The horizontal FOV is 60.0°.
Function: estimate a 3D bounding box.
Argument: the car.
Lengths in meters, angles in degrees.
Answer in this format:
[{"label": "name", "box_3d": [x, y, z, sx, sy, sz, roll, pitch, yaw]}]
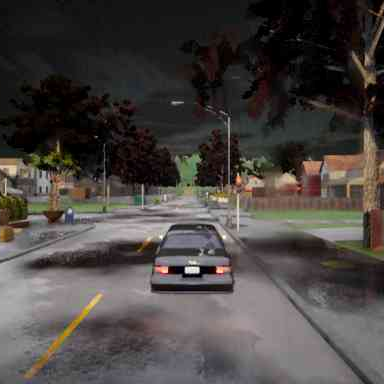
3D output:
[{"label": "car", "box_3d": [0.016, 1.559, 8.937, 2.033, 1.411, 5.357, 0, 0, 0]}]
